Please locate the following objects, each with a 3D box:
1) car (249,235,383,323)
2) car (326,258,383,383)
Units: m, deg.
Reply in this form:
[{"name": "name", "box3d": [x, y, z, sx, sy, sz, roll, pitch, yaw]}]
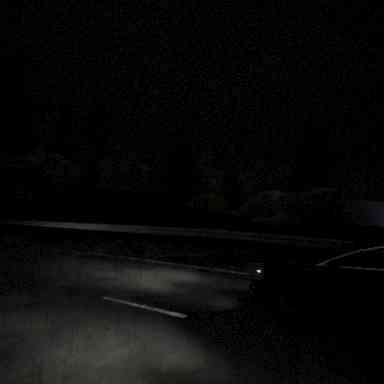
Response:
[{"name": "car", "box3d": [3.374, 1.491, 5.581, 4.902, 1.511, 2.128, 0, 0, 35]}, {"name": "car", "box3d": [3.349, 1.490, 1.286, 4.902, 1.511, 2.128, 0, 0, 36]}]
